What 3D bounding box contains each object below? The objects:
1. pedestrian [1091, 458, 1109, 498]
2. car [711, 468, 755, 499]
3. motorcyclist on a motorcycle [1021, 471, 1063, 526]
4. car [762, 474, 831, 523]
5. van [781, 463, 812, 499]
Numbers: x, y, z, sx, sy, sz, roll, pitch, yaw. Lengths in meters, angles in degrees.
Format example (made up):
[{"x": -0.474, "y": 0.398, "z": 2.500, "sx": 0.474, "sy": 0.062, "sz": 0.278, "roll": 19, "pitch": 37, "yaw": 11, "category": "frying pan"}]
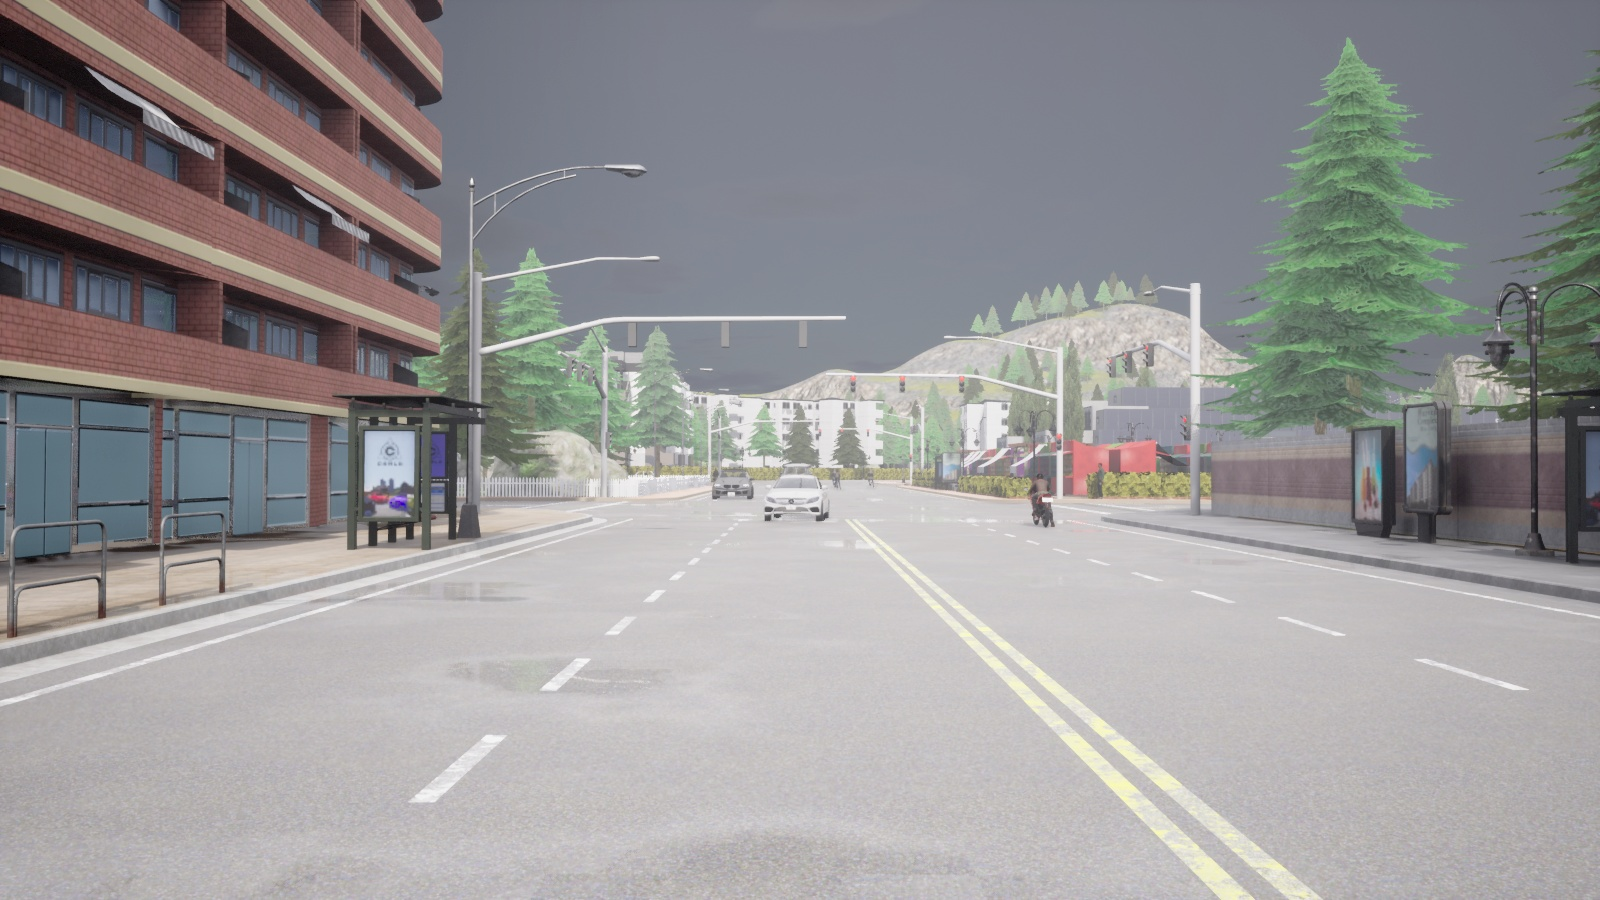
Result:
[{"x": 14.962, "y": 1.401, "z": 62.560, "sx": 0.788, "sy": 1.949, "sz": 0.423, "roll": 0, "pitch": -1, "yaw": 2, "category": "pedestrian"}, {"x": -3.693, "y": 1.843, "z": 69.901, "sx": 2.242, "sy": 1.667, "sz": 4.611, "roll": 0, "pitch": -1, "yaw": 0, "category": "car"}, {"x": 6.901, "y": 1.371, "z": 35.922, "sx": 0.797, "sy": 1.523, "sz": 2.044, "roll": 0, "pitch": -1, "yaw": 0, "category": "motorcyclist on a motorcycle"}, {"x": -0.063, "y": 1.512, "z": 40.013, "sx": 1.812, "sy": 1.442, "sz": 4.674, "roll": 0, "pitch": -1, "yaw": 5, "category": "car"}, {"x": -0.201, "y": 1.800, "z": 73.544, "sx": 1.775, "sy": 1.987, "sz": 4.442, "roll": 0, "pitch": -1, "yaw": 0, "category": "van"}]
